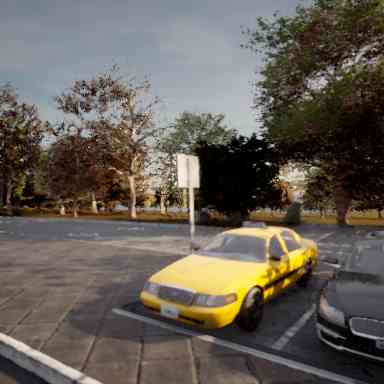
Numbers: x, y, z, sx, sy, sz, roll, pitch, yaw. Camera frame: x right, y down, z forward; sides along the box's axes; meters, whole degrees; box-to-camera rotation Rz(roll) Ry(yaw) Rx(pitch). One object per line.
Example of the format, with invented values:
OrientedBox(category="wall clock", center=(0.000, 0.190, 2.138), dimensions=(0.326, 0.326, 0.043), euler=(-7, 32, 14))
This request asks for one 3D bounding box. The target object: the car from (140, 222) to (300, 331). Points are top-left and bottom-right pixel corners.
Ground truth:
OrientedBox(category="car", center=(1.213, 1.454, 7.171), dimensions=(1.946, 1.575, 5.366), euler=(0, 0, 35))

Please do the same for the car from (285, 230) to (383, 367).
OrientedBox(category="car", center=(3.580, 1.462, 5.723), dimensions=(2.231, 1.521, 4.892), euler=(0, 0, 35))
